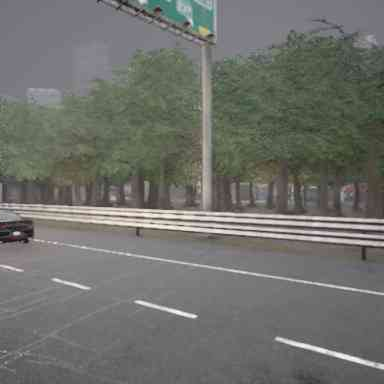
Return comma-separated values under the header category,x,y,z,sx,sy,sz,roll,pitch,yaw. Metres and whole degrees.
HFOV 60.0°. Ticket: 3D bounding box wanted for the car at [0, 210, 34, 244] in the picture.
category,x,y,z,sx,sy,sz,roll,pitch,yaw
car,-8.906,1.495,14.520,5.008,1.535,1.882,0,0,36
